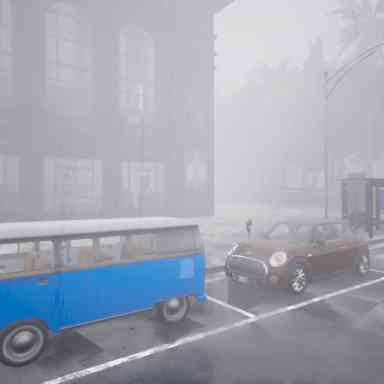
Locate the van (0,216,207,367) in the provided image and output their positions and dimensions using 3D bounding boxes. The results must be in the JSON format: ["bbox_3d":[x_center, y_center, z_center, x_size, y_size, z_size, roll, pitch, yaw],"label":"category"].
[{"bbox_3d":[-1.648,1.341,5.474,3.998,1.788,1.690,0,0,-35],"label":"van"}]

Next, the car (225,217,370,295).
[{"bbox_3d":[2.774,1.439,8.619,4.097,1.590,1.967,0,0,-35],"label":"car"}]
